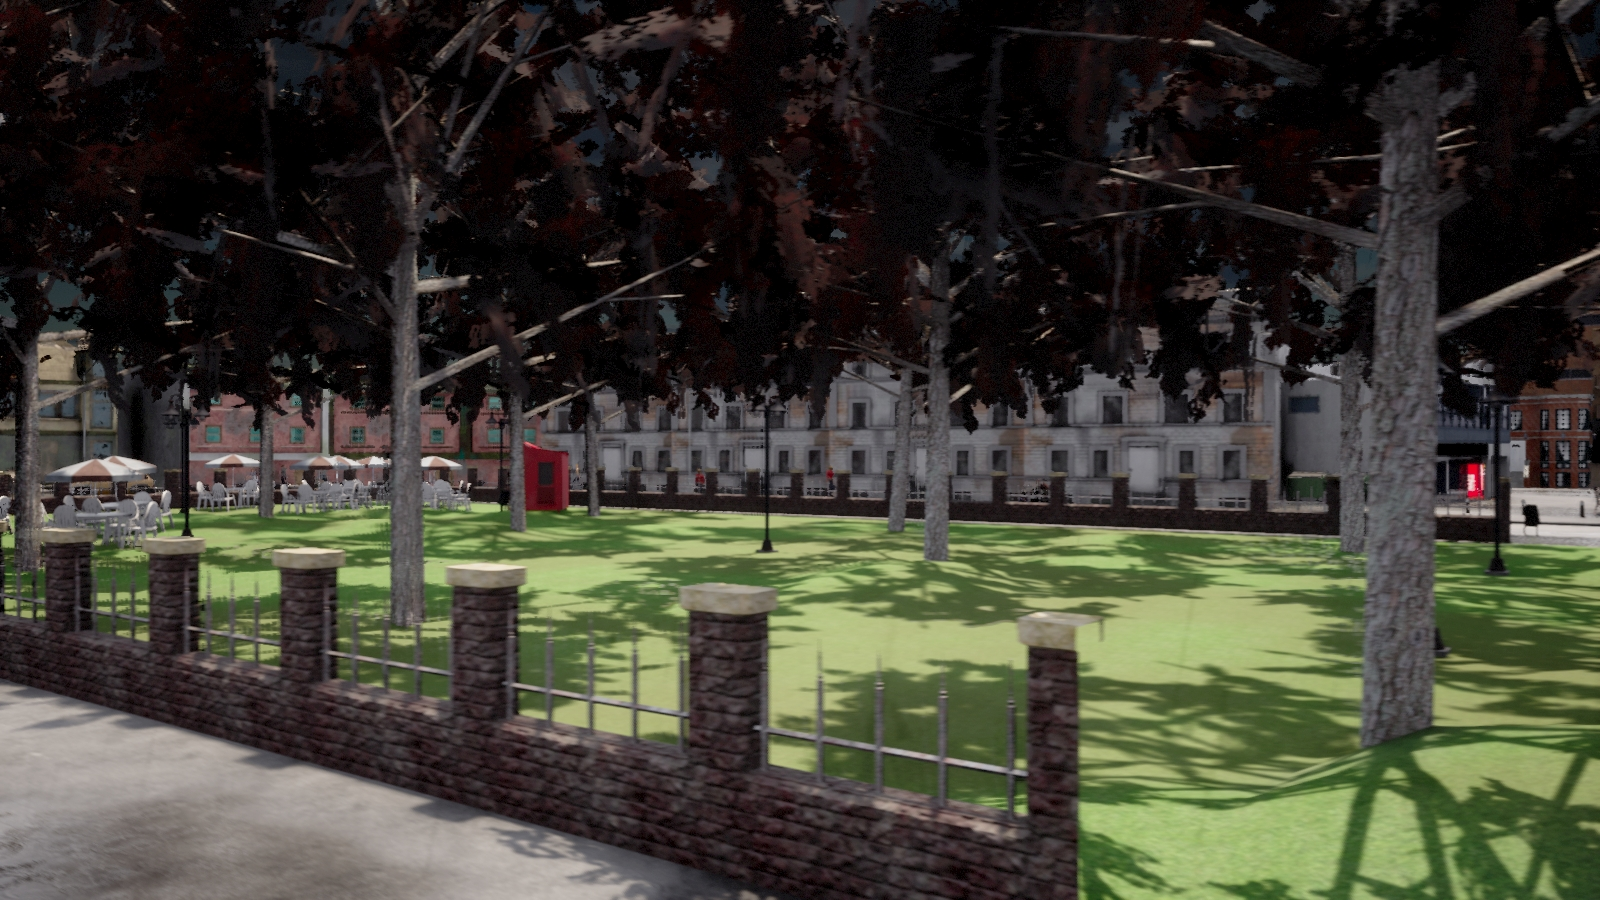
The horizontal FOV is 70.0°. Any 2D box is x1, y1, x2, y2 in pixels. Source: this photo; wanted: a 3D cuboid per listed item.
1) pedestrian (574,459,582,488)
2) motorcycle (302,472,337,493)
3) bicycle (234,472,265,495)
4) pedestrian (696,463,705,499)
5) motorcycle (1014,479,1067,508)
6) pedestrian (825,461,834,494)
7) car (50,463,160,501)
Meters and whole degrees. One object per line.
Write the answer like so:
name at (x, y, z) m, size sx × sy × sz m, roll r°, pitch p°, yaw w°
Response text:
pedestrian at (-14.284, 1.528, 73.484) m, size 0.375 × 1.860 × 0.375 m, roll 0°, pitch 0°, yaw 14°
motorcycle at (-29.569, 1.968, 70.332) m, size 1.805 × 1.236 × 0.856 m, roll 0°, pitch 0°, yaw -39°
bicycle at (-32.321, 1.940, 67.080) m, size 0.373 × 1.296 × 1.643 m, roll 0°, pitch 1°, yaw 36°
pedestrian at (-5.247, 1.631, 60.092) m, size 0.375 × 1.860 × 0.375 m, roll 0°, pitch 0°, yaw 16°
motorcycle at (10.941, 1.986, 52.047) m, size 2.209 × 1.251 × 0.867 m, roll 0°, pitch 0°, yaw 35°
pedestrian at (1.643, 1.527, 63.965) m, size 0.375 × 1.860 × 0.375 m, roll 0°, pitch 0°, yaw 33°
car at (-36.793, 1.647, 60.555) m, size 1.932 × 1.855 × 4.605 m, roll 0°, pitch 0°, yaw 37°
